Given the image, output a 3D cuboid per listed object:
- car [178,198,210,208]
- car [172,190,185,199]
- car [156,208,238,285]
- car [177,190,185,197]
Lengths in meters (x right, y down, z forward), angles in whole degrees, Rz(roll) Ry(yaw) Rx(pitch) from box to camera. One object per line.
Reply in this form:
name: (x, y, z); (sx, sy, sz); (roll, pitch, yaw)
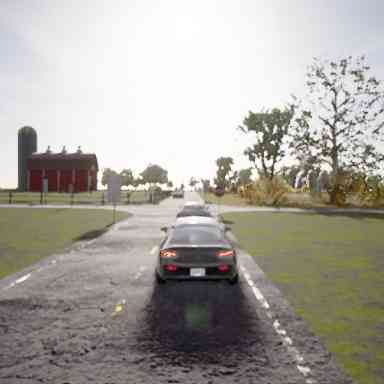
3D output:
car: (0.121, 1.262, 19.400); (1.994, 1.385, 4.181); (0, 1, 1)
car: (-2.691, 0.376, 65.218); (2.097, 1.767, 4.553); (0, 1, 1)
car: (0.111, 1.384, 8.891); (1.812, 1.442, 4.674); (0, 1, 0)
car: (-2.643, 0.308, 80.700); (1.837, 1.490, 4.892); (0, 1, 0)
